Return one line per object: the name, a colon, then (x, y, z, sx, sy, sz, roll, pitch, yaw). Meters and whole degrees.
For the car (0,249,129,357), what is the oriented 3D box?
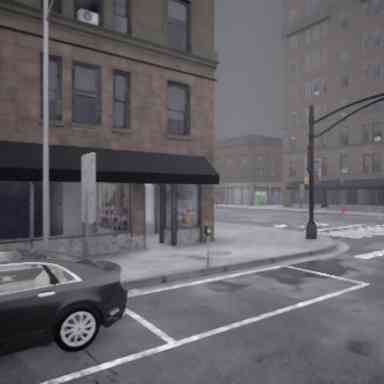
car: (-3.065, 1.551, 4.580, 4.403, 1.369, 2.008, 0, 0, -35)
